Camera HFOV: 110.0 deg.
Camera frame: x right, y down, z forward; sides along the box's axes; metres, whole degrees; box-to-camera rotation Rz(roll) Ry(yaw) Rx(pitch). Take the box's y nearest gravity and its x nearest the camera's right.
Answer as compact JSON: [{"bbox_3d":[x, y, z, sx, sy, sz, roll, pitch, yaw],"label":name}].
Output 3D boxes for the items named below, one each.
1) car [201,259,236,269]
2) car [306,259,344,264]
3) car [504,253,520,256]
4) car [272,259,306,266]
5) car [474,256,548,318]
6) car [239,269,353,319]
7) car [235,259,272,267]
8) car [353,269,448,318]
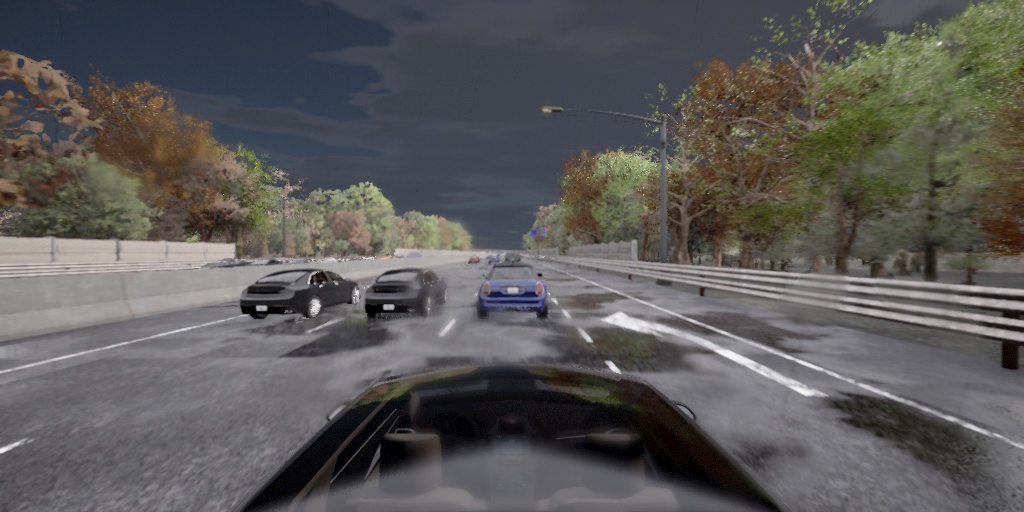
[{"bbox_3d":[-27.952,1.038,35.194,2.128,1.511,4.902,0,0,1],"label":"car"},{"bbox_3d":[-17.460,1.038,34.683,1.812,1.442,4.674,0,0,1],"label":"car"},{"bbox_3d":[0.150,0.550,48.161,2.150,2.045,5.566,0,1,0],"label":"car"},{"bbox_3d":[-20.957,1.085,35.242,1.994,1.385,4.181,0,0,1],"label":"car"},{"bbox_3d":[0.036,1.003,12.573,2.097,1.767,4.553,0,1,0],"label":"car"},{"bbox_3d":[-6.963,1.184,12.397,1.837,1.490,4.892,0,1,0],"label":"car"},{"bbox_3d":[-24.451,1.055,35.527,1.812,1.442,4.674,0,0,1],"label":"car"},{"bbox_3d":[-3.461,1.171,12.505,1.837,1.490,4.892,0,1,0],"label":"car"}]
